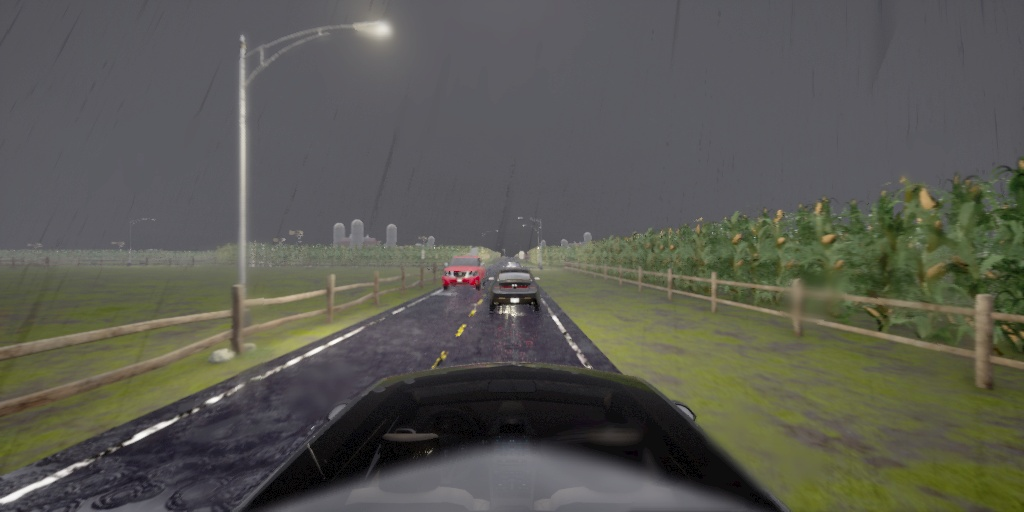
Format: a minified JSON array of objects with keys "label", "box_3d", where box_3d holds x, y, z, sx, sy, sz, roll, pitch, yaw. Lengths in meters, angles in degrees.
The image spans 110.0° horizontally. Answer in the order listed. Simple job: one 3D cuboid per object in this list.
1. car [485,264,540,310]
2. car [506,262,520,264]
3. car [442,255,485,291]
[{"label":"car","box_3d":[0.097,1.255,14.568,1.837,1.490,4.892,0,0,0]},{"label":"car","box_3d":[0.094,1.293,34.912,2.033,1.411,5.357,0,0,0]},{"label":"car","box_3d":[-2.853,0.971,22.294,2.150,2.045,5.566,0,0,0]}]
